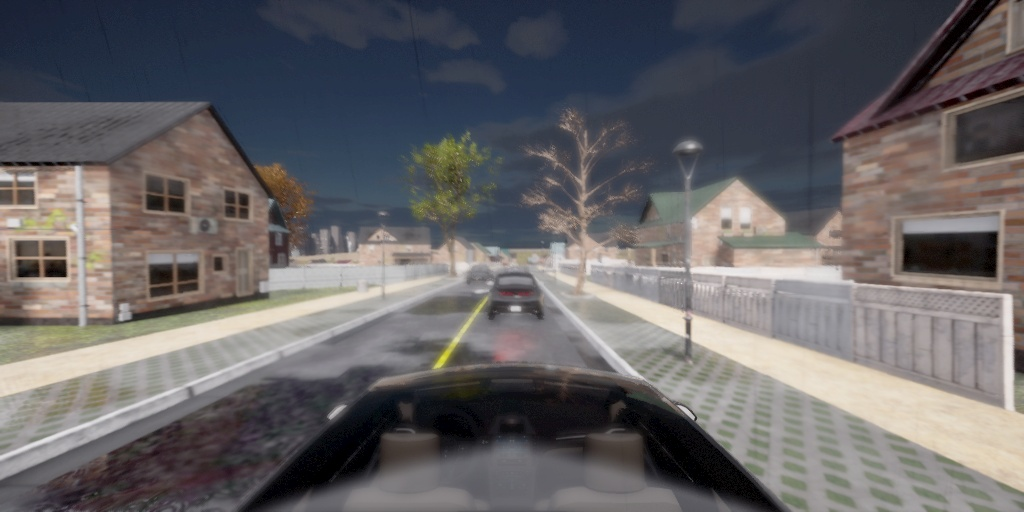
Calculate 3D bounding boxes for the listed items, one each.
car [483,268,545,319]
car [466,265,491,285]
[{"bbox_3d":[0.148,1.354,13.277,1.837,1.490,4.892,0,0,1],"label":"car"},{"bbox_3d":[-2.568,1.510,29.234,1.837,1.490,4.892,0,-1,1],"label":"car"}]
